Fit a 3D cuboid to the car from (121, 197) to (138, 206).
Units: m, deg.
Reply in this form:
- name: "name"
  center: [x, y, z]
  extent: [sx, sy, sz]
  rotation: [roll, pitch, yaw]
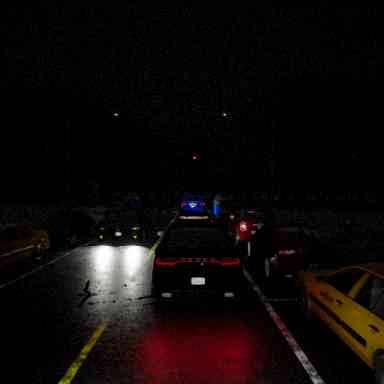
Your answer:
- name: "car"
  center: [-5.770, 1.444, 26.090]
  extent: [1.967, 1.590, 4.097]
  rotation: [0, 0, 0]

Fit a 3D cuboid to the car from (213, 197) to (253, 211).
- name: "car"
  center: [2.756, 1.317, 20.655]
  extent: [2.192, 1.841, 5.009]
  rotation: [0, 0, 0]

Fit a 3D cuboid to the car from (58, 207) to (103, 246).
- name: "car"
  center: [-5.768, 1.567, 15.215]
  extent: [1.947, 1.339, 4.313]
  rotation: [0, 0, 0]

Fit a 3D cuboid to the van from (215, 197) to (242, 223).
- name: "van"
  center: [2.755, 1.345, 26.092]
  extent: [1.690, 1.788, 3.998]
  rotation: [0, 0, 0]

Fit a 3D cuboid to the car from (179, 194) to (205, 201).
- name: "car"
  center: [0.018, 1.226, 29.369]
  extent: [2.150, 2.045, 5.566]
  rotation: [0, 0, -2]

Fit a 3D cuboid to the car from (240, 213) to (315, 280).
- name: "car"
  center: [2.758, 1.545, 9.779]
  extent: [1.887, 1.381, 4.507]
  rotation: [0, 0, 0]

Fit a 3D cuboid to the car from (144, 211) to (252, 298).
- name: "car"
  center: [0.093, 1.478, 8.558]
  extent: [1.882, 1.535, 5.008]
  rotation: [0, 0, 0]

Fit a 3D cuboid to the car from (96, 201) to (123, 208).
- name: "car"
  center: [-5.769, 1.527, 20.483]
  extent: [1.752, 1.417, 4.829]
  rotation: [0, 0, 0]

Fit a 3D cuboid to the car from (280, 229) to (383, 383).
- name: "car"
  center: [2.759, 1.525, 4.512]
  extent: [1.752, 1.417, 4.829]
  rotation: [0, 0, 0]

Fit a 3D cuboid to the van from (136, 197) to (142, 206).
- name: "van"
  center: [-5.771, 1.346, 31.528]
  extent: [1.690, 1.788, 3.998]
  rotation: [0, 0, 0]

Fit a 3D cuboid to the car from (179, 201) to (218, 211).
- name: "car"
  center: [0.093, 1.493, 19.001]
  extent: [2.128, 1.511, 4.902]
  rotation: [0, 0, 0]

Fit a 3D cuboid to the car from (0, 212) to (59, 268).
- name: "car"
  center: [-5.767, 1.526, 9.608]
  extent: [1.752, 1.417, 4.829]
  rotation: [0, 0, 0]

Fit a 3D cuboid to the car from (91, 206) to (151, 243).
- name: "car"
  center: [-3.091, 1.565, 15.912]
  extent: [1.994, 1.385, 4.181]
  rotation: [0, 0, 0]

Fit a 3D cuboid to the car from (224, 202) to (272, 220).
- name: "car"
  center: [2.757, 1.441, 15.217]
  extent: [1.967, 1.590, 4.097]
  rotation: [0, 0, 0]

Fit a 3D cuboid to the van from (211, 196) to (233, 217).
- name: "van"
  center: [2.754, 1.346, 31.530]
  extent: [1.690, 1.788, 3.998]
  rotation: [0, 0, 0]
